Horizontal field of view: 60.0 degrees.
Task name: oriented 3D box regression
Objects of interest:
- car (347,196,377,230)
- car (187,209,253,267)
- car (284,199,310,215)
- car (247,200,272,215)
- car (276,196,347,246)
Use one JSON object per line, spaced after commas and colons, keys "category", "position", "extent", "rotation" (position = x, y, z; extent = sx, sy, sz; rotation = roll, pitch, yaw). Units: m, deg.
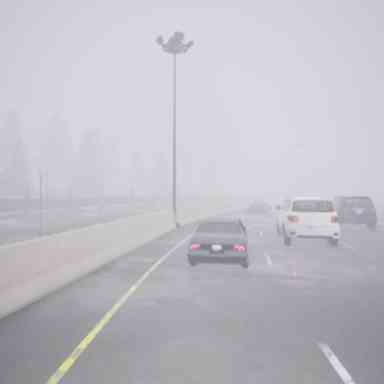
{"category": "car", "position": [10.155, 1.244, 21.480], "extent": [2.150, 2.045, 5.566], "rotation": [0, 0, 15]}
{"category": "car", "position": [1.010, 1.542, 11.488], "extent": [2.033, 1.411, 5.357], "rotation": [0, 0, 8]}
{"category": "car", "position": [11.206, 1.563, 35.191], "extent": [2.033, 1.411, 5.357], "rotation": [0, 0, 24]}
{"category": "car", "position": [6.967, 1.547, 34.096], "extent": [2.033, 1.411, 5.357], "rotation": [0, 0, 22]}
{"category": "car", "position": [5.218, 1.230, 15.514], "extent": [2.150, 2.045, 5.566], "rotation": [0, 0, 10]}
